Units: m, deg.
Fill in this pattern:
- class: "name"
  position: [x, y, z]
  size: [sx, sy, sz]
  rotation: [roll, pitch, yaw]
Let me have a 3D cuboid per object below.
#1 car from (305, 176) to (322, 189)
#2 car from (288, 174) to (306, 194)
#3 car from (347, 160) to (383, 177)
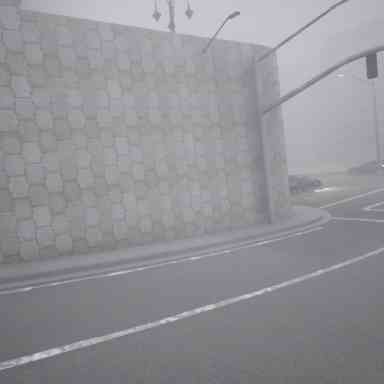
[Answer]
- class: "car"
  position: [9.624, -0.901, 30.397]
  size: [1.994, 1.385, 4.181]
  rotation: [-10, 6, -34]
- class: "car"
  position: [6.803, -0.598, 28.335]
  size: [2.097, 1.767, 4.553]
  rotation: [-10, 6, -35]
- class: "car"
  position: [19.059, -2.526, 35.364]
  size: [1.837, 1.490, 4.892]
  rotation: [-10, 6, -35]
